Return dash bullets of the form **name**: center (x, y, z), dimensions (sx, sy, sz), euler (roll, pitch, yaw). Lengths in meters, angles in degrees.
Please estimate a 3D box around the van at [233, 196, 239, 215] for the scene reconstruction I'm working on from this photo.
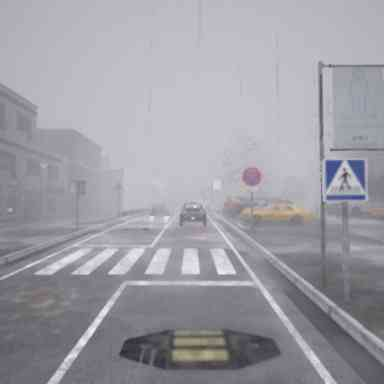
- **van**: center (6.340, 1.394, 30.274), dimensions (4.442, 1.987, 1.878), euler (0, -1, 0)

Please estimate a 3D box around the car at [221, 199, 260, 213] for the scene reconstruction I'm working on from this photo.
- **car**: center (6.121, 1.788, 42.412), dimensions (4.553, 1.767, 2.185), euler (0, -2, -1)

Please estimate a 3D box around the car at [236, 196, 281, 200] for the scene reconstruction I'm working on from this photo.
- **car**: center (6.280, 1.439, 27.235), dimensions (4.553, 1.767, 2.185), euler (0, -1, 0)

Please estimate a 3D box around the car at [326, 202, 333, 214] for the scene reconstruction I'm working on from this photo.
- **car**: center (18.413, 1.790, 37.728), dimensions (4.892, 1.521, 2.231), euler (0, -2, -1)

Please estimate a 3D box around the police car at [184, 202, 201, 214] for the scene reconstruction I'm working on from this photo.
- **police car**: center (0.003, 2.000, 42.472), dimensions (2.038, 1.542, 4.974), euler (0, -2, 0)

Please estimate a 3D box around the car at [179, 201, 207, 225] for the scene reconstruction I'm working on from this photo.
- **car**: center (0.065, 1.534, 24.082), dimensions (2.128, 1.511, 4.902), euler (0, -1, 0)

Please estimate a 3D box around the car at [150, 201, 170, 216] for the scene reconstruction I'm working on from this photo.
- **car**: center (-3.413, 1.786, 35.728), dimensions (1.837, 1.490, 4.892), euler (0, -2, 0)

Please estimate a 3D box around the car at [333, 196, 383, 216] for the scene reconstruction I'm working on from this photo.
- **car**: center (18.426, 1.466, 34.942), dimensions (5.566, 2.045, 2.435), euler (0, -2, -1)

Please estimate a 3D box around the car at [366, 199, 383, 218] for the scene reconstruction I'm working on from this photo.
- **car**: center (18.687, 1.598, 29.223), dimensions (5.366, 1.575, 1.946), euler (0, -1, 0)

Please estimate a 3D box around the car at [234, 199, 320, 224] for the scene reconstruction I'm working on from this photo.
- **car**: center (6.088, 1.520, 24.313), dimensions (5.366, 1.575, 1.946), euler (0, -1, 0)

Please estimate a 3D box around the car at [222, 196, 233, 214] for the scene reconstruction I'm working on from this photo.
- **car**: center (6.195, 1.501, 36.464), dimensions (5.566, 2.045, 2.435), euler (0, -1, -1)
